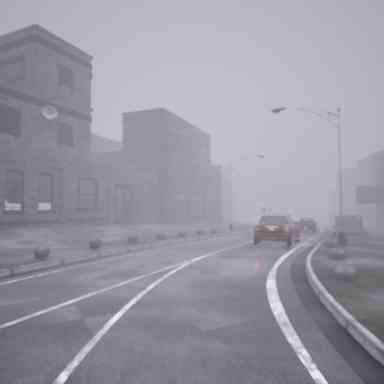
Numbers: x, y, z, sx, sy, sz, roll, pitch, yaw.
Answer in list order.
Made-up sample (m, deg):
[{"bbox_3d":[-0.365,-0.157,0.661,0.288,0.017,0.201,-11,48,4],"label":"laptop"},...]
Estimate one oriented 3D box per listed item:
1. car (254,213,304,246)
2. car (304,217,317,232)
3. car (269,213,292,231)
[{"bbox_3d":[5.161,2.165,19.856,2.097,1.767,4.553,-1,-4,24],"label":"car"},{"bbox_3d":[12.730,3.604,36.876,1.837,1.490,4.892,-1,-4,22],"label":"car"},{"bbox_3d":[11.012,3.623,41.166,2.150,2.045,5.566,-1,-4,21],"label":"car"}]
